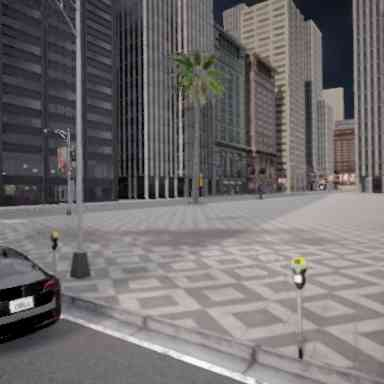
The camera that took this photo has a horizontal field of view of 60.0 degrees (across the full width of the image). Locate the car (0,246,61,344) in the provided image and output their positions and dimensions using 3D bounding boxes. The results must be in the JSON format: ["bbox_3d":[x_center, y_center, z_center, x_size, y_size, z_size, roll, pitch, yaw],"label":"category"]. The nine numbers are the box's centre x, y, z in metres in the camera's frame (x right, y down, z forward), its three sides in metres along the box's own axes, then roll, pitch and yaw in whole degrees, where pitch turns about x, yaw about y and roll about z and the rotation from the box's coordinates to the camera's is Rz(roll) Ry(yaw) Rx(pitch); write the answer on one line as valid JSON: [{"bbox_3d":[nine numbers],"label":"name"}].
[{"bbox_3d":[-4.077,1.632,5.875,4.313,1.339,1.947,-1,-1,36],"label":"car"}]
